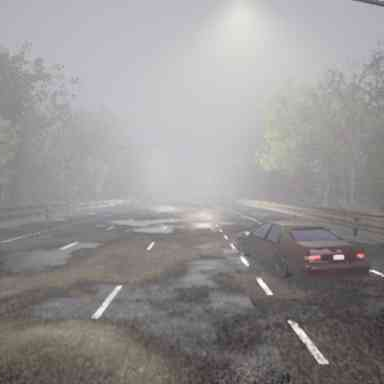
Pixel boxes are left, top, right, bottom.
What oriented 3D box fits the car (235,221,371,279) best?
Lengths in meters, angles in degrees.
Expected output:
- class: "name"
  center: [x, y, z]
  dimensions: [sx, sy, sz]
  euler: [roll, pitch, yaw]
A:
- class: "car"
  center: [2.965, 1.597, 10.285]
  dimensions: [2.033, 1.411, 5.357]
  euler: [0, 0, -11]
